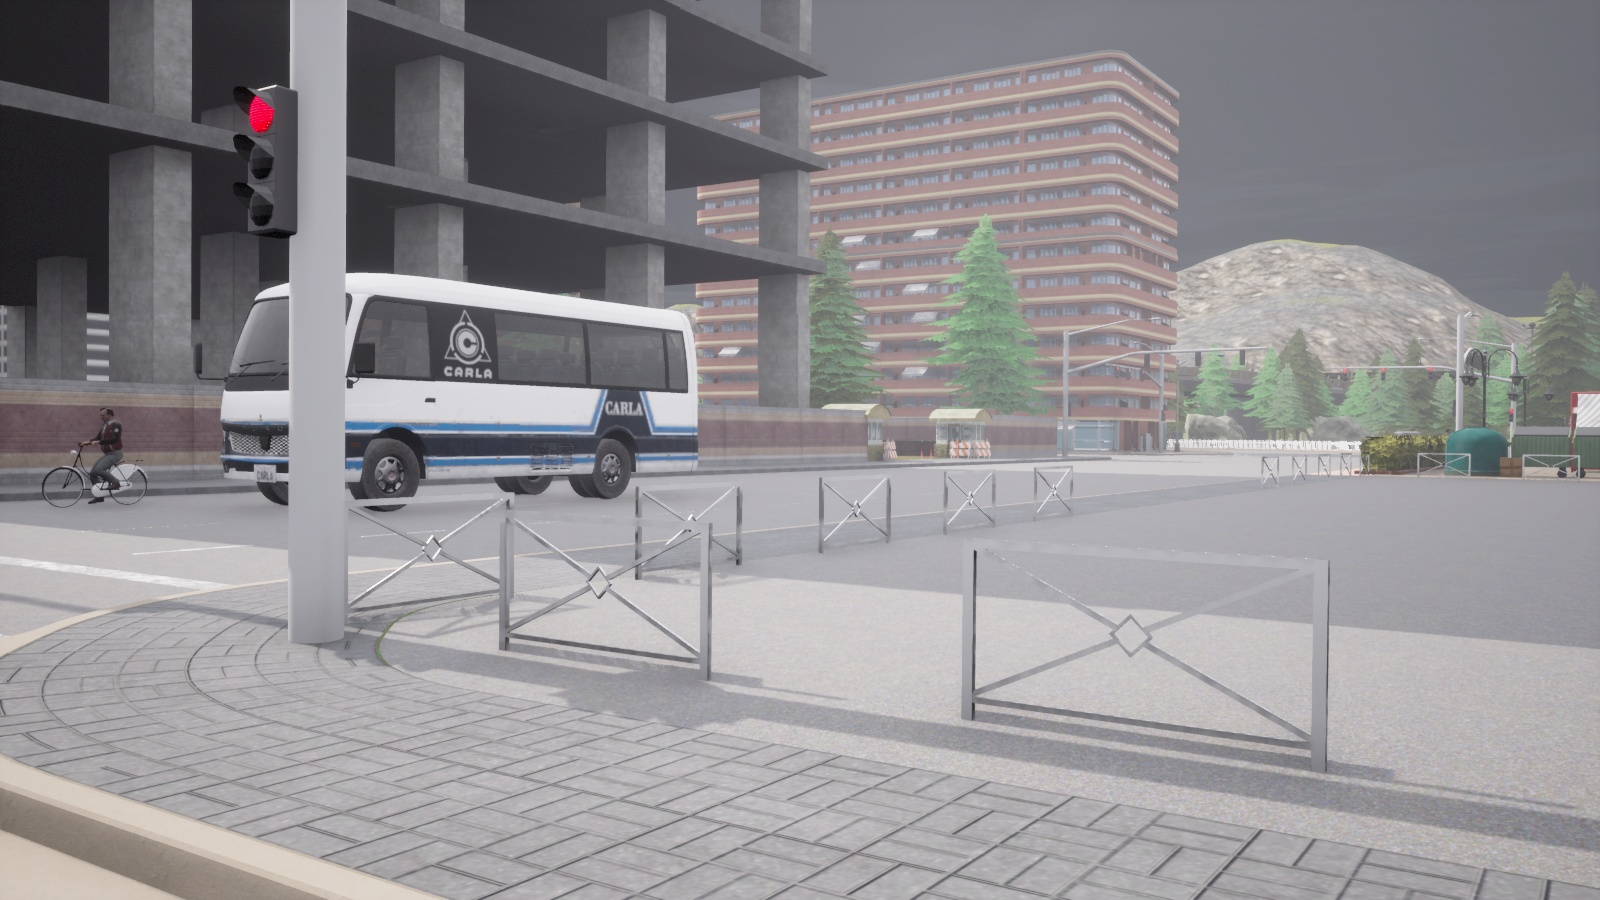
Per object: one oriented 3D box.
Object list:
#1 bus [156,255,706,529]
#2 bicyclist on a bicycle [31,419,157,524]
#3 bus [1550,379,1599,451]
[{"bbox_3d":[-6.591,-0.980,24.827,3.944,4.253,10.273,0,1,33],"label":"bus"},{"bbox_3d":[-12.481,0.356,22.252,0.659,1.776,1.843,0,1,33],"label":"bicyclist on a bicycle"},{"bbox_3d":[50.595,-2.120,74.497,10.273,4.253,3.944,0,1,34],"label":"bus"}]
